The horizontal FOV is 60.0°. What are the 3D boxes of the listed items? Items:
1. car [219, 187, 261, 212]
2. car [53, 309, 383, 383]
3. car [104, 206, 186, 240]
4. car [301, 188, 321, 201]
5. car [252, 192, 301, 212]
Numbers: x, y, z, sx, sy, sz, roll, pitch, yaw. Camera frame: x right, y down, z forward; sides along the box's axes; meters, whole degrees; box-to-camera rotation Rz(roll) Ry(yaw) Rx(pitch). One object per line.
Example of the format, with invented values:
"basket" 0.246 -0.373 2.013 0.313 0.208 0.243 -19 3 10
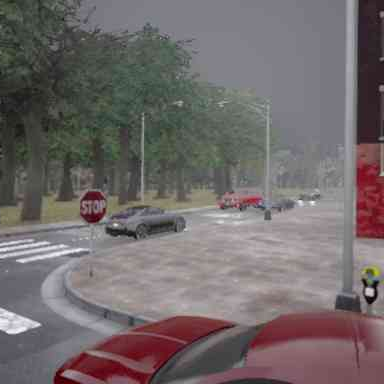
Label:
"car" 4.594 0.615 30.498 2.150 2.045 5.566 1 2 35
"car" 0.868 1.548 2.175 4.507 1.381 1.887 0 1 35
"car" -2.130 1.346 15.968 1.994 1.385 4.181 1 2 35
"car" 16.978 0.280 47.736 2.097 1.767 4.553 1 2 35
"car" 7.683 0.942 29.759 2.033 1.411 5.357 1 2 35
